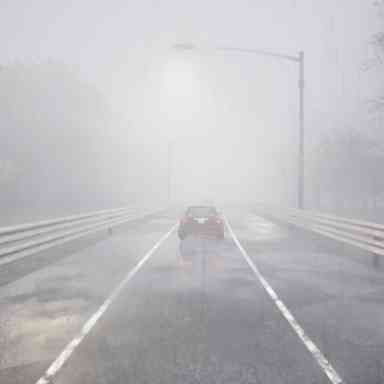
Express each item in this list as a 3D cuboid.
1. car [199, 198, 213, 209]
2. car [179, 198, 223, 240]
[{"bbox_3d":[2.032,1.641,48.721,1.837,1.490,4.892,1,0,1],"label":"car"},{"bbox_3d":[0.534,1.402,17.577,2.097,1.767,4.553,0,0,3],"label":"car"}]
